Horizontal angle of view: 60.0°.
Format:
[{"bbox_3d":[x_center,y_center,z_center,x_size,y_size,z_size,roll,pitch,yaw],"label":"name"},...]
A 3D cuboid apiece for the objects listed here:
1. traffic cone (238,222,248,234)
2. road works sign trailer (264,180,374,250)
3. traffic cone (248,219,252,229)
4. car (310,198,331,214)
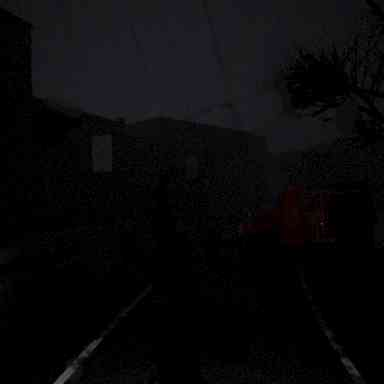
[{"bbox_3d":[2.625,1.890,17.684,0.340,0.580,0.340,1,0,23],"label":"traffic cone"},{"bbox_3d":[4.691,0.904,12.354,2.880,2.380,3.560,-3,-2,-45],"label":"road works sign trailer"},{"bbox_3d":[3.406,1.885,19.525,0.340,0.580,0.340,1,0,23],"label":"traffic cone"},{"bbox_3d":[14.404,1.401,34.807,5.008,1.535,1.882,0,1,-36],"label":"car"}]
